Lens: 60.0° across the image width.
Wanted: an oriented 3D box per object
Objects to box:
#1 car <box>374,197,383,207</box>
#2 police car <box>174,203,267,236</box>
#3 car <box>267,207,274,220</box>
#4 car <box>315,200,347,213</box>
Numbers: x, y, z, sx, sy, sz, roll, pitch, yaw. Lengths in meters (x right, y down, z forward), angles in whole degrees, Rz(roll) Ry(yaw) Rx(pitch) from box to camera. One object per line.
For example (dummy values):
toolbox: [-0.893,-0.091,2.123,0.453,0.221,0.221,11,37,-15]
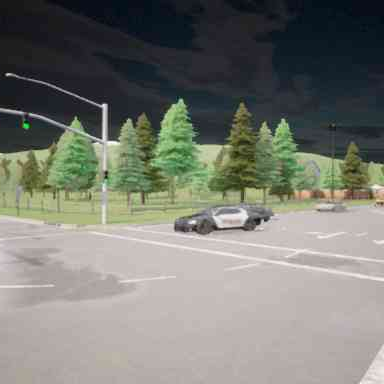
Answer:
car: [30.017,1.481,51.852,1.882,1.535,5.008,0,0,44]
police car: [1.435,1.505,18.441,4.974,1.542,2.038,0,-2,-31]
car: [4.227,1.544,25.432,2.033,1.411,5.357,0,0,44]
car: [15.520,1.598,37.060,1.895,1.301,4.718,0,0,44]
